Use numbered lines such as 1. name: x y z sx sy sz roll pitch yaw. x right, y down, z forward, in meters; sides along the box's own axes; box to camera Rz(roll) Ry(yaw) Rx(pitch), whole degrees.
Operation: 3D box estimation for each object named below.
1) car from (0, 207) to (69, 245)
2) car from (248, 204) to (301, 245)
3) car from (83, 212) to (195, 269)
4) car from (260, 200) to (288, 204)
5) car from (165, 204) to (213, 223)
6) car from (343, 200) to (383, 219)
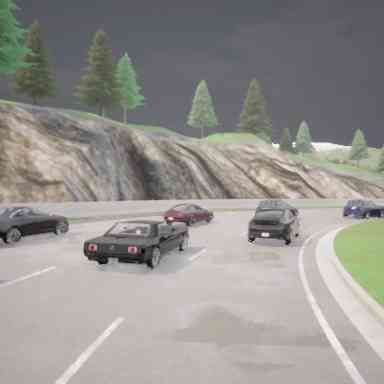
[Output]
1. car: -7.731 1.419 15.250 2.128 1.511 4.902 0 0 18
2. car: 4.045 1.540 16.090 1.837 1.490 4.892 0 0 24
3. car: -1.546 1.585 11.241 1.895 1.301 4.718 1 0 16
4. car: 6.925 1.413 27.045 2.097 1.767 4.553 1 0 38
5. car: -0.205 1.521 22.930 1.812 1.442 4.674 0 0 29
6. car: 16.152 1.496 31.211 4.553 1.767 2.097 0 0 -39
